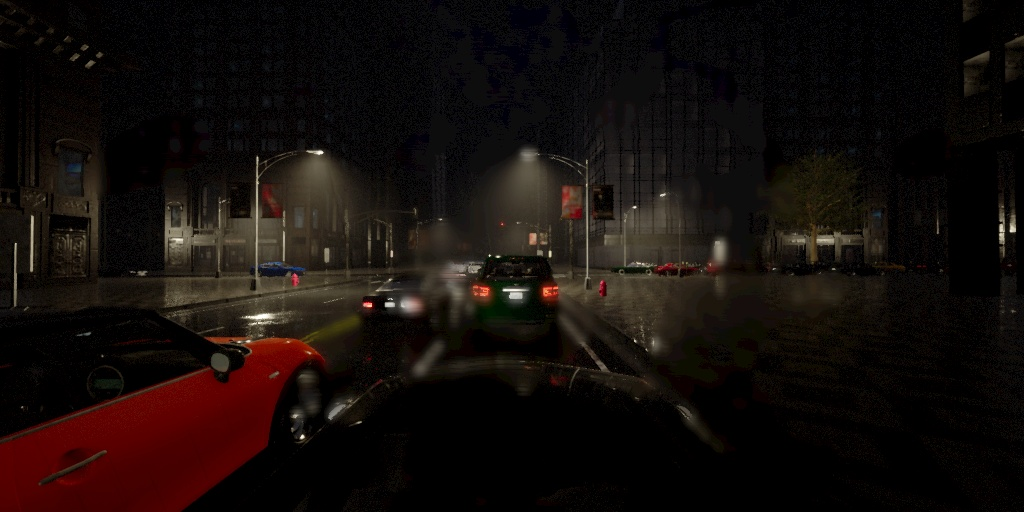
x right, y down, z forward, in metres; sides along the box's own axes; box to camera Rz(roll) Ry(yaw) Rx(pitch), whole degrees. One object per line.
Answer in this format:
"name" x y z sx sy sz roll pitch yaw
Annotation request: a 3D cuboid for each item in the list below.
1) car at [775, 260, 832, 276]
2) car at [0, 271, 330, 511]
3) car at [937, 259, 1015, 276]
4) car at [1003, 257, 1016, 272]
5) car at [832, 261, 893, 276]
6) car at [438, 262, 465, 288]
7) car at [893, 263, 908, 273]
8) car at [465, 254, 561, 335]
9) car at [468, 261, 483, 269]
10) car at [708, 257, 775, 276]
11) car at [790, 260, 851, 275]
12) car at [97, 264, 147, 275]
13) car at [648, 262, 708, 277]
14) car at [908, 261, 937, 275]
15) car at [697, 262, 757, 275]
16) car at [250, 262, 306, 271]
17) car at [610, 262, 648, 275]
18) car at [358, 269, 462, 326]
"car" 26.646 1.276 33.485 4.313 1.339 1.948 0 0 -1
"car" -3.147 1.102 2.303 2.097 1.767 4.553 0 0 0
"car" 43.559 1.214 33.720 4.507 1.381 1.888 0 0 -1
"car" 49.198 0.973 33.797 5.009 1.841 2.192 0 0 -1
"car" 32.283 1.260 33.563 4.313 1.339 1.948 0 0 -1
"car" -3.121 1.280 21.451 2.128 1.511 4.902 0 0 0
"car" 43.278 1.296 42.241 4.829 1.417 1.751 0 0 -1
"car" 0.115 0.979 10.630 2.150 2.045 5.566 0 0 0
"car" -6.451 1.599 64.033 2.033 1.411 5.357 0 0 1
"car" 21.008 1.041 33.408 5.009 1.841 2.192 0 0 -1
"car" 33.766 1.251 39.348 4.902 1.511 2.128 0 -1 -1
"car" -38.866 1.527 35.466 4.674 1.442 1.812 0 -1 0
"car" 15.370 1.327 33.330 4.207 1.307 1.802 0 0 -1
"car" 43.836 1.205 36.298 4.892 1.490 1.837 0 -1 -1
"car" 23.464 1.335 39.222 5.357 1.411 2.033 0 -1 -1
"car" -23.033 1.407 35.427 5.008 1.535 1.882 0 -1 0
"car" 13.214 1.422 39.075 4.718 1.301 1.895 0 -1 0
"car" -3.120 1.307 11.714 2.033 1.411 5.357 0 0 0
